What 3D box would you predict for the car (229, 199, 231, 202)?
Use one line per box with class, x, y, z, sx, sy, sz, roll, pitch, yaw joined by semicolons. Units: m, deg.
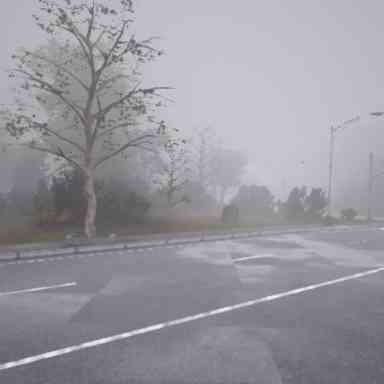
car;9.989;1.956;77.149;2.033;1.411;5.357;3;1;-8
